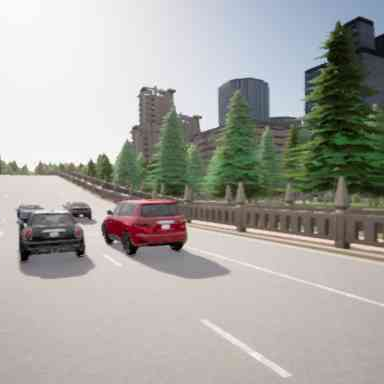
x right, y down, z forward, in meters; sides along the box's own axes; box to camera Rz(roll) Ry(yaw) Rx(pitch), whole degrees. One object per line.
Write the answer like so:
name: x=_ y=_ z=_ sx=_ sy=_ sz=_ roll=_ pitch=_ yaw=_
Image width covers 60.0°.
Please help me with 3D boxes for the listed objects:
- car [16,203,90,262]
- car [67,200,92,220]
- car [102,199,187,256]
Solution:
car: x=-5.652 y=1.476 z=13.114 sx=2.097 sy=1.767 sz=4.553 roll=0 pitch=0 yaw=-28
car: x=-9.723 y=1.473 z=27.955 sx=1.837 sy=1.490 sz=4.892 roll=0 pitch=3 yaw=-28
car: x=-2.187 y=1.323 z=14.045 sx=2.150 sy=2.045 sz=5.566 roll=0 pitch=0 yaw=-28
